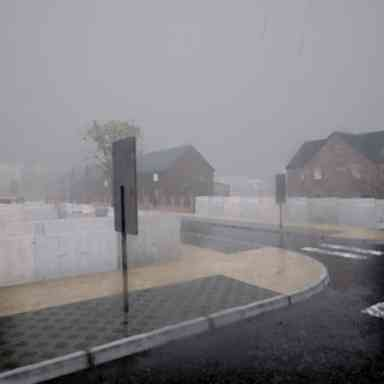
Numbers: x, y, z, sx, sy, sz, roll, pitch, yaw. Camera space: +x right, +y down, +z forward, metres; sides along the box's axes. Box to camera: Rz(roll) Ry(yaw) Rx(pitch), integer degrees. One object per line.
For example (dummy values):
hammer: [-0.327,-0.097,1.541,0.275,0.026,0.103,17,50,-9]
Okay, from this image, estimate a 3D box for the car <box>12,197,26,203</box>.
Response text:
car: [-42.659,1.985,82.685,1.882,1.535,5.008,-2,1,-34]
